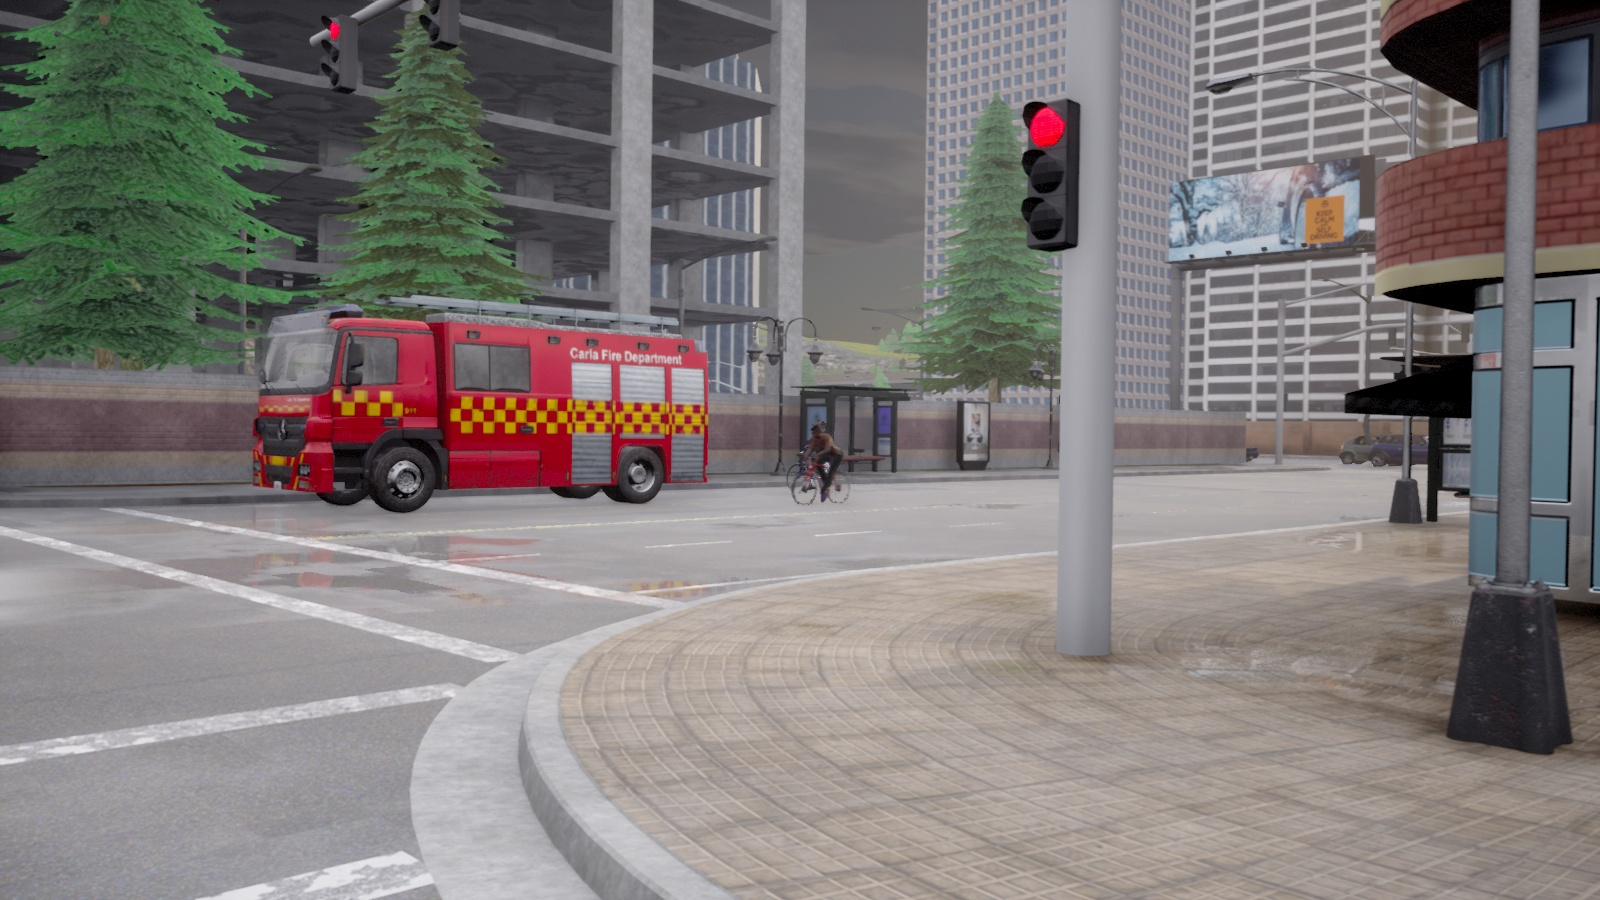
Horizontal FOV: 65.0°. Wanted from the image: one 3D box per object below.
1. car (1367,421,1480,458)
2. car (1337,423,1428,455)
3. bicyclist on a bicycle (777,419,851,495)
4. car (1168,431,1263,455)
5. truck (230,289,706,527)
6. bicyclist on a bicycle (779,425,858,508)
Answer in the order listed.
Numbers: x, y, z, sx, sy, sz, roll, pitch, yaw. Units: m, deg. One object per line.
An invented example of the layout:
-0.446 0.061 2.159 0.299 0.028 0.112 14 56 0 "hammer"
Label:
30.677 -0.545 61.890 2.097 1.767 4.553 -1 1 -43 "car"
30.938 -0.587 66.724 1.851 1.617 3.988 -1 1 -43 "car"
0.345 0.155 30.215 1.843 1.776 0.659 -1 1 -44 "bicyclist on a bicycle"
23.107 -0.396 69.952 1.895 1.301 4.718 -1 1 -43 "car"
-6.032 -0.745 24.149 8.468 3.827 2.891 -1 1 -43 "truck"
0.390 0.317 25.432 1.656 1.620 0.582 -2 2 -43 "bicyclist on a bicycle"
